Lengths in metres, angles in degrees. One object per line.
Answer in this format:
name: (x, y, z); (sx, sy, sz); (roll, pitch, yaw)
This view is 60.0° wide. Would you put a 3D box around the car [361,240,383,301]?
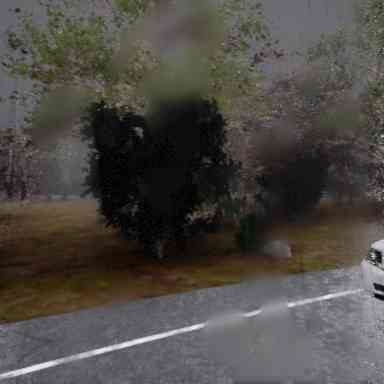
car: (6.061, 1.257, 6.888); (5.566, 2.045, 2.150); (0, -1, -27)
